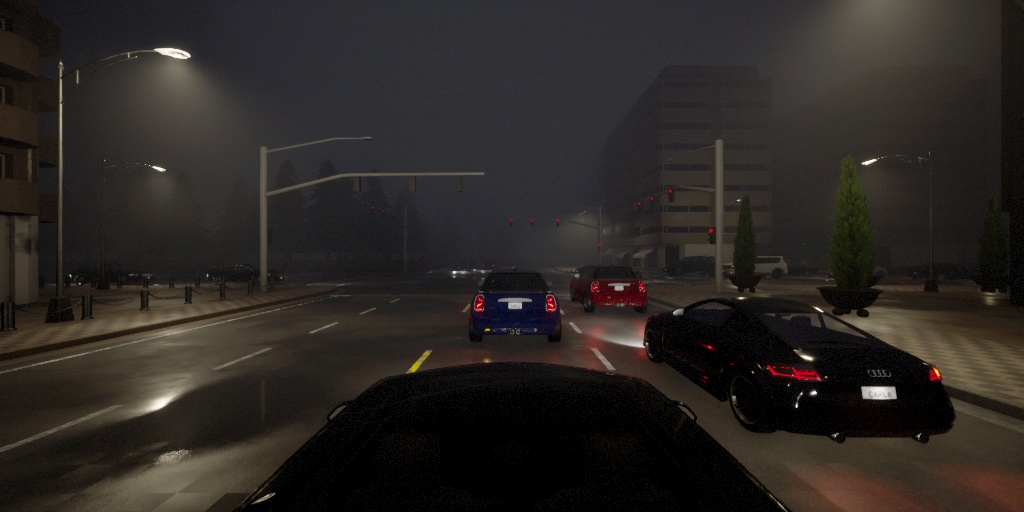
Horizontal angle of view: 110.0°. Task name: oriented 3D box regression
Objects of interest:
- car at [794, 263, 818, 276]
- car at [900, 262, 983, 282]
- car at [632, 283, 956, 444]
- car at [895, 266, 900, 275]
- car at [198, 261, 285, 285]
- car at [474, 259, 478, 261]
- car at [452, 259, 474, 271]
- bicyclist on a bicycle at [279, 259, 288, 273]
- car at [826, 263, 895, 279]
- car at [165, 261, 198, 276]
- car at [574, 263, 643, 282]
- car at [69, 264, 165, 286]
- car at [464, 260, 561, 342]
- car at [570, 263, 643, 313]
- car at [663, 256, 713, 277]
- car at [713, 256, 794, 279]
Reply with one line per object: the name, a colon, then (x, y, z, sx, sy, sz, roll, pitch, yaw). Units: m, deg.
car: (28.192, 1.406, 36.571, 4.718, 1.301, 1.895, 0, 0, 0)
car: (35.527, 1.284, 29.397, 5.008, 1.535, 1.882, 1, 0, 0)
car: (3.608, 1.314, 5.531, 1.994, 1.385, 4.181, 0, 0, 0)
car: (38.238, 1.406, 36.598, 4.718, 1.301, 1.895, 0, 0, 0)
car: (-18.988, 1.297, 25.704, 4.902, 1.511, 2.128, 0, 0, 0)
car: (-6.225, 1.254, 57.617, 1.837, 1.490, 4.892, 0, 0, 7)
car: (-6.845, 1.314, 48.692, 1.994, 1.385, 4.181, 0, 0, 3)
bicyclist on a bicycle: (-25.600, 1.106, 40.164, 0.582, 1.620, 1.656, 0, 0, 0)
car: (31.815, 1.331, 33.081, 4.674, 1.442, 1.812, 0, 0, 0)
car: (-32.354, 1.297, 36.350, 4.902, 1.511, 2.128, 0, 0, 0)
car: (7.951, 1.314, 29.823, 5.357, 1.411, 2.033, 0, 0, 12)
car: (-28.522, 1.297, 25.671, 4.902, 1.511, 2.128, 0, 0, 0)
car: (0.085, 1.102, 9.945, 2.097, 1.767, 4.553, 0, 0, 0)
car: (3.609, 1.102, 14.172, 2.097, 1.767, 4.553, 0, 0, 0)
car: (18.432, 1.028, 36.537, 5.566, 2.045, 2.150, 0, 0, 0)
car: (22.178, 1.027, 33.051, 5.566, 2.045, 2.150, 0, 0, 0)
